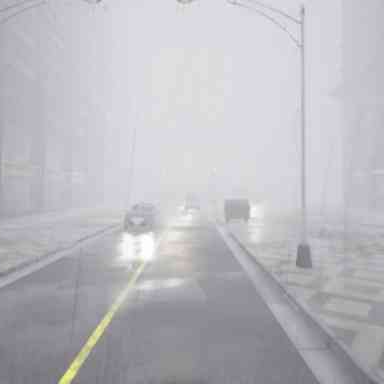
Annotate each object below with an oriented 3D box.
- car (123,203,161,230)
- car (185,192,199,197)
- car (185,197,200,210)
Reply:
[{"bbox_3d":[-3.094,1.479,21.241,2.128,1.511,4.902,0,0,0],"label":"car"},{"bbox_3d":[0.009,1.174,57.099,2.150,2.045,5.566,0,0,0],"label":"car"},{"bbox_3d":[0.077,1.575,41.450,1.895,1.301,4.718,0,0,0],"label":"car"}]
